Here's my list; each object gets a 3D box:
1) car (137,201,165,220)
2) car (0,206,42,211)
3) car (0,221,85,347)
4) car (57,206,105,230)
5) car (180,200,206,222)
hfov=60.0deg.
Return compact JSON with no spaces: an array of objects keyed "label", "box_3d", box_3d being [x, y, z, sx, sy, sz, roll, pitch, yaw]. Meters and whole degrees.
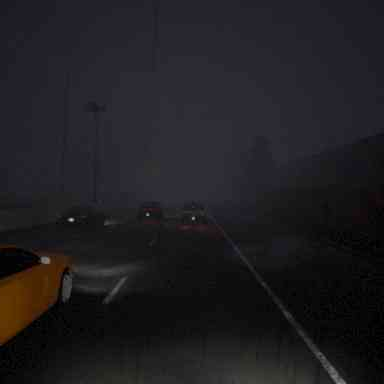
[{"label":"car","box_3d":[-3.403,1.488,27.967,1.837,1.490,4.892,0,0,0]},{"label":"car","box_3d":[-14.099,1.547,26.530,1.994,1.385,4.181,0,0,0]},{"label":"car","box_3d":[-3.399,1.474,4.942,1.882,1.535,5.008,0,0,0]},{"label":"car","box_3d":[-6.902,1.551,21.008,1.994,1.385,4.181,0,0,0]},{"label":"car","box_3d":[0.097,1.585,25.943,1.895,1.301,4.718,0,0,0]}]
